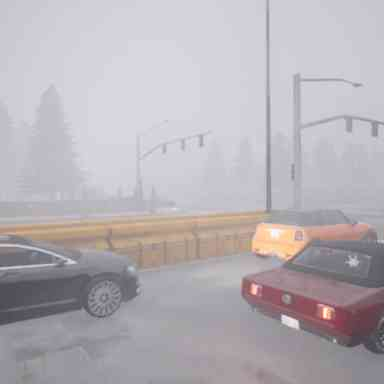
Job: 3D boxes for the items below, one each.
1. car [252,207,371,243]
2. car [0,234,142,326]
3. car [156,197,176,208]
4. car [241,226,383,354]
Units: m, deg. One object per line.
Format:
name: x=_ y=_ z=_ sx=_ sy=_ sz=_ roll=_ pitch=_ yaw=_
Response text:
car: x=4.168 y=1.263 z=11.004 sx=4.553 sy=1.767 sz=2.097 roll=-1 pitch=0 yaw=-35
car: x=-3.255 y=1.484 z=5.716 sx=4.902 sy=1.511 sz=2.128 roll=0 pitch=0 yaw=-36
car: x=-3.879 y=1.357 z=44.184 sx=1.994 sy=1.385 sz=4.181 roll=-1 pitch=0 yaw=-35
car: x=3.210 y=1.546 z=6.027 sx=4.718 sy=1.301 sz=1.895 roll=-1 pitch=0 yaw=-35
